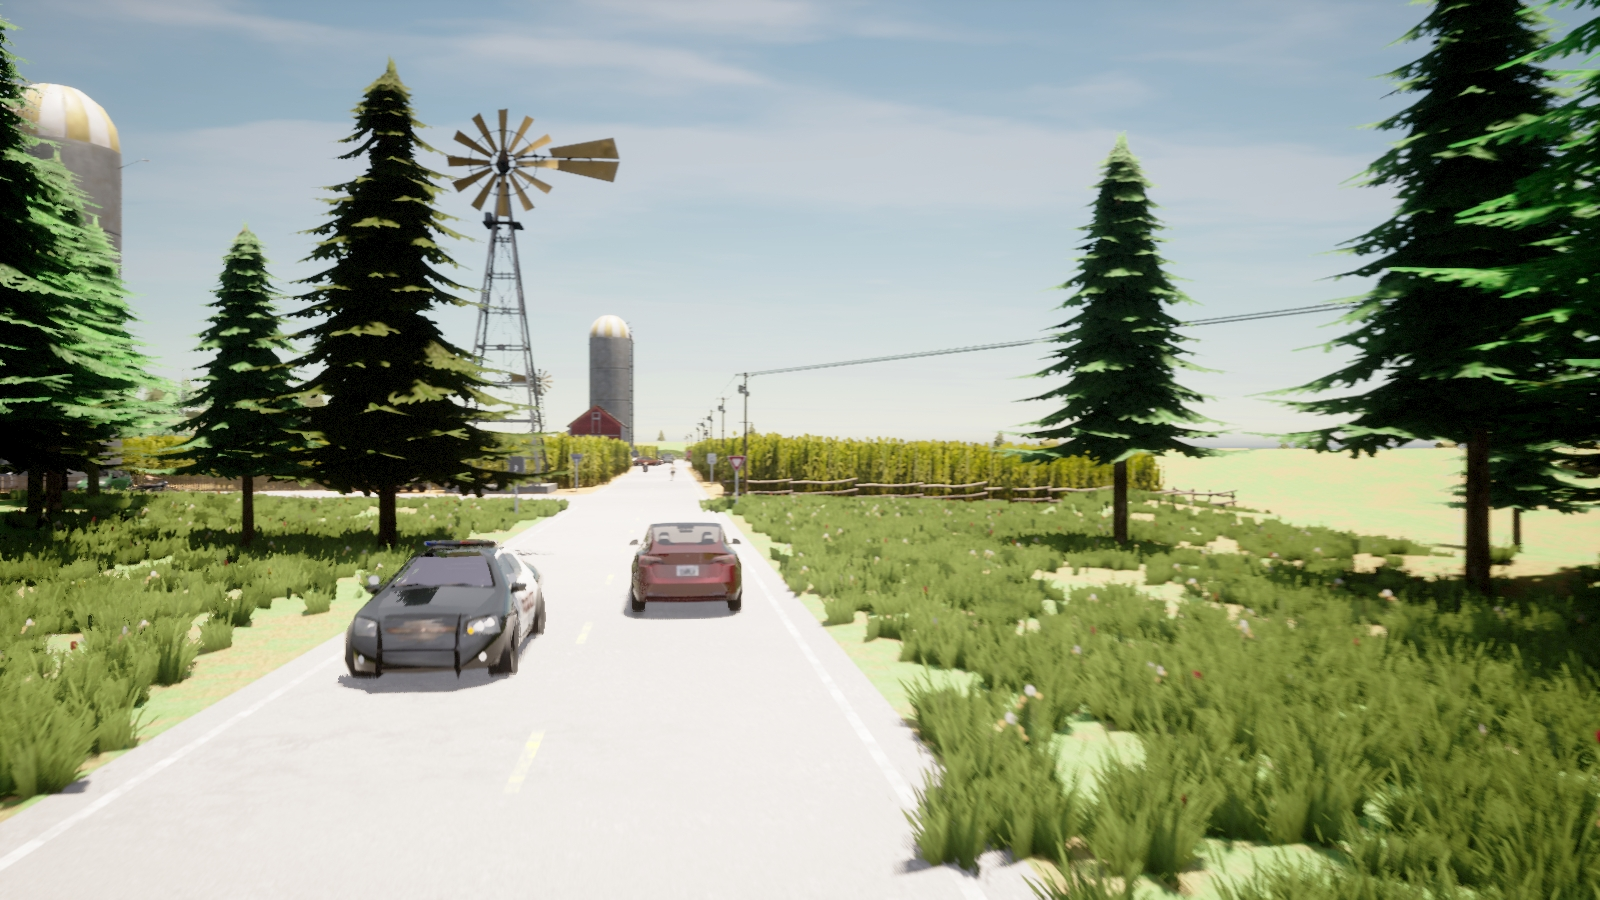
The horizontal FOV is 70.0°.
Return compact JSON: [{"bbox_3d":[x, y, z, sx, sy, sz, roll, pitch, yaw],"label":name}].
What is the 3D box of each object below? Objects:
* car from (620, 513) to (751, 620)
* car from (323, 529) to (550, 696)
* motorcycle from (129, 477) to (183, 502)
[{"bbox_3d":[-2.169,2.064,21.409,2.163,1.488,4.792,0,0,-6],"label":"car"},{"bbox_3d":[-4.722,2.040,15.653,2.038,1.542,4.974,0,0,-7],"label":"car"},{"bbox_3d":[-33.847,2.048,60.031,2.356,1.277,0.764,0,0,-6],"label":"motorcycle"}]
